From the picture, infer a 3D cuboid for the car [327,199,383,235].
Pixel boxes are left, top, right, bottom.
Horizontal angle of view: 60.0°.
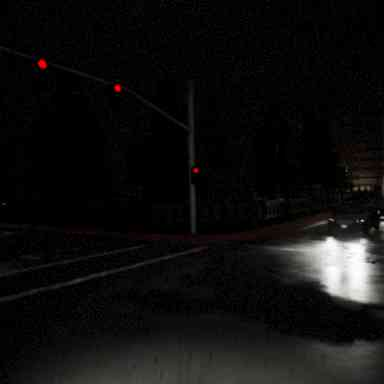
[{"bbox_3d":[8.669,1.330,17.666,2.128,1.511,4.902,-1,0,38],"label":"car"}]
